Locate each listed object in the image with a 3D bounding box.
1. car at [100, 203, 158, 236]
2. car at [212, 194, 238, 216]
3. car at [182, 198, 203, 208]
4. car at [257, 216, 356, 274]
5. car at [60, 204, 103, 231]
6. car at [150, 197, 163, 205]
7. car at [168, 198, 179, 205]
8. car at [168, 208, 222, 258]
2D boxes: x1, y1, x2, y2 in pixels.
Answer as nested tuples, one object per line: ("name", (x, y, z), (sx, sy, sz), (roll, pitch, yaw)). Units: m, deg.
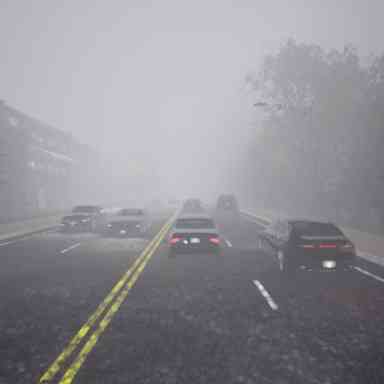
("car", (-3.360, 1.564, 18.866), (2.033, 1.411, 5.357), (0, 0, 0))
("car", (3.329, 1.251, 33.562), (2.150, 2.045, 5.566), (0, 0, 0))
("car", (0.080, 1.381, 33.866), (2.097, 1.767, 4.553), (0, 0, 0))
("car", (3.343, 1.514, 10.528), (1.837, 1.490, 4.892), (0, 0, 0))
("car", (-6.611, 1.523, 20.845), (1.837, 1.490, 4.892), (0, 0, 0))
("car", (-6.555, 1.620, 61.966), (1.994, 1.385, 4.181), (0, 0, 0))
("car", (-3.314, 1.652, 60.183), (1.895, 1.301, 4.718), (0, 0, 1))
("car", (0.092, 1.559, 12.850), (2.033, 1.411, 5.357), (0, 0, 0))
